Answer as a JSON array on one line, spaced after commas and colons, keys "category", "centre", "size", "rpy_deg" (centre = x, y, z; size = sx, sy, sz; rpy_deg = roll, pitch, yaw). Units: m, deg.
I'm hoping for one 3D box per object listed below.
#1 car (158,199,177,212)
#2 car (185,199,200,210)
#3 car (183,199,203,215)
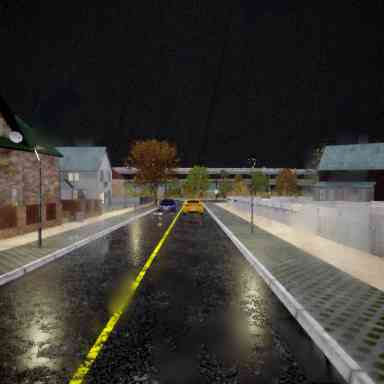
[{"category": "car", "centre": [-2.745, 1.521, 38.061], "size": [1.812, 1.442, 4.674], "rpy_deg": [0, 0, 1]}, {"category": "car", "centre": [0.128, 1.602, 44.452], "size": [1.895, 1.301, 4.718], "rpy_deg": [0, 0, 0]}, {"category": "car", "centre": [0.121, 1.471, 33.918], "size": [1.882, 1.535, 5.008], "rpy_deg": [0, 0, 0]}]
